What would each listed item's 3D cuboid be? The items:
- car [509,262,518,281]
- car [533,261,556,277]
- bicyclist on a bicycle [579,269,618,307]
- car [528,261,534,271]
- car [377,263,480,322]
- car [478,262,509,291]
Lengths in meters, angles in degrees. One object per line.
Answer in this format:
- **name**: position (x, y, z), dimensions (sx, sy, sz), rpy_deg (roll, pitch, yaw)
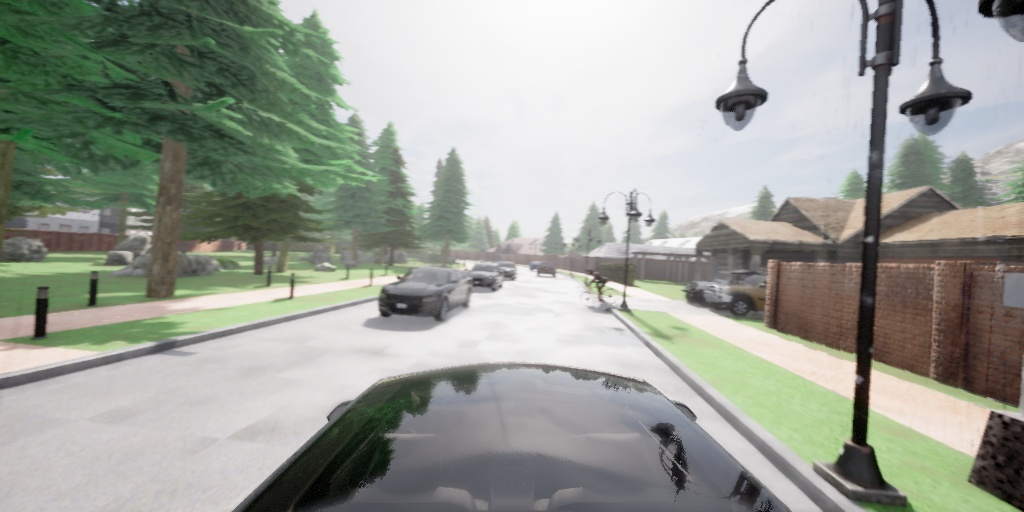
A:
- **car**: position (-0.554, 1.250, 31.205), dimensions (1.837, 1.490, 4.892), rpy_deg (4, 0, 6)
- **car**: position (3.849, 1.379, 40.520), dimensions (2.097, 1.767, 4.553), rpy_deg (4, 0, 3)
- **bicyclist on a bicycle**: position (3.659, 1.346, 15.408), dimensions (1.656, 1.620, 0.582), rpy_deg (-8, -1, 6)
- **car**: position (3.605, 1.504, 53.122), dimensions (1.882, 1.535, 5.008), rpy_deg (4, 0, -5)
- **car**: position (-2.642, 1.072, 12.000), dimensions (1.882, 1.535, 5.008), rpy_deg (4, 0, 6)
- **car**: position (-1.599, 1.175, 21.439), dimensions (1.837, 1.490, 4.892), rpy_deg (4, 0, 6)
